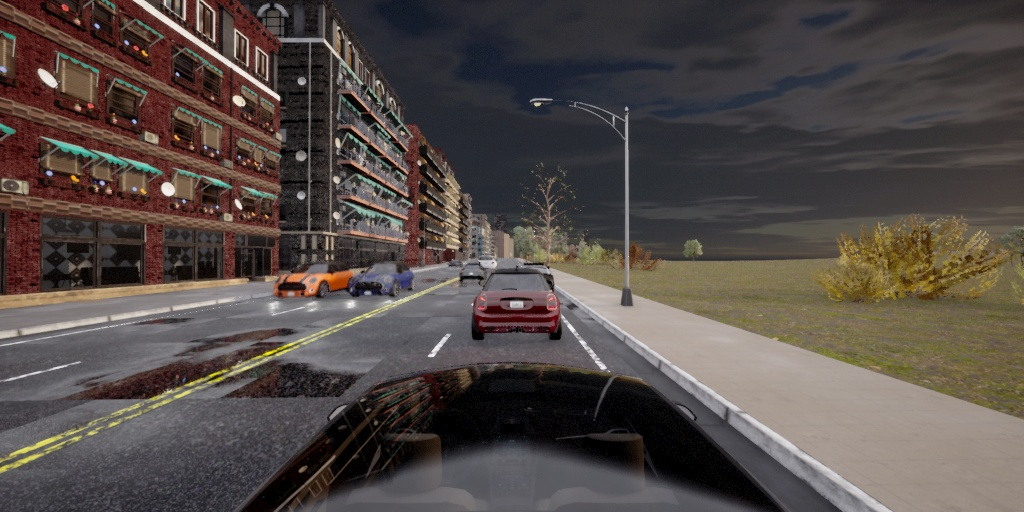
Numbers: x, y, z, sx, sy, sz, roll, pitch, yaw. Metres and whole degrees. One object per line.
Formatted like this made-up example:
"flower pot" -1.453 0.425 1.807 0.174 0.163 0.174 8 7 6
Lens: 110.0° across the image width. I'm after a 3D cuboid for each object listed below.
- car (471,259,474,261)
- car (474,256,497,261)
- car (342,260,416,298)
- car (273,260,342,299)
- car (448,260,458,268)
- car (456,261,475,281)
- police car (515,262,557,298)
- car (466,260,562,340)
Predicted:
"car" -6.448 1.257 61.756 1.837 1.490 4.892 0 -1 0
"car" -3.061 0.973 44.849 2.150 2.045 5.566 0 0 0
"car" -6.566 1.104 18.597 2.097 1.767 4.553 0 0 0
"car" -9.818 1.104 18.181 2.097 1.767 4.553 0 0 0
"car" -9.699 1.315 61.215 1.994 1.385 4.181 0 0 0
"car" -3.095 1.316 29.478 1.994 1.385 4.181 0 0 0
"police car" 1.173 1.178 19.622 1.930 1.638 5.238 0 0 0
"car" 0.112 1.103 10.126 2.097 1.767 4.553 0 0 0
